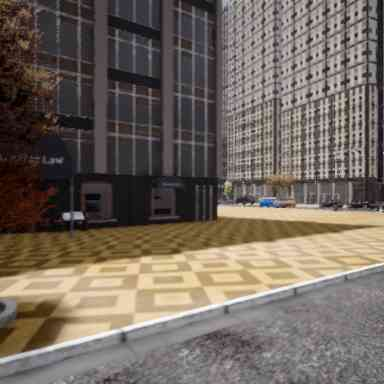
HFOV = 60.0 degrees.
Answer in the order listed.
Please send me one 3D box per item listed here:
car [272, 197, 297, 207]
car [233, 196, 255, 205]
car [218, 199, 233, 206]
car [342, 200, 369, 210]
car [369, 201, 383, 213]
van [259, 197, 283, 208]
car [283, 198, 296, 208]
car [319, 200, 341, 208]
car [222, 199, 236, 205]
[{"bbox_3d":[17.111,1.899,61.687,2.097,1.767,4.553,0,-1,-24],"label":"car"},{"bbox_3d":[11.757,1.834,73.887,2.150,2.045,5.566,0,-1,-24],"label":"car"},{"bbox_3d":[6.337,2.328,72.049,2.008,1.369,4.403,-1,-1,-24],"label":"car"},{"bbox_3d":[25.305,1.879,49.660,1.947,1.339,4.313,-1,-1,-24],"label":"car"},{"bbox_3d":[22.148,1.670,35.992,2.008,1.369,4.403,-1,-1,-24],"label":"car"},{"bbox_3d":[13.109,1.831,56.599,1.690,1.788,3.998,-1,-1,-24],"label":"van"},{"bbox_3d":[15.164,2.056,58.537,2.033,1.411,5.357,0,-1,-23],"label":"car"},{"bbox_3d":[23.047,1.972,54.811,1.947,1.339,4.313,-1,-1,-24],"label":"car"},{"bbox_3d":[9.496,2.567,85.716,1.802,1.307,4.206,-1,-1,-24],"label":"car"}]
